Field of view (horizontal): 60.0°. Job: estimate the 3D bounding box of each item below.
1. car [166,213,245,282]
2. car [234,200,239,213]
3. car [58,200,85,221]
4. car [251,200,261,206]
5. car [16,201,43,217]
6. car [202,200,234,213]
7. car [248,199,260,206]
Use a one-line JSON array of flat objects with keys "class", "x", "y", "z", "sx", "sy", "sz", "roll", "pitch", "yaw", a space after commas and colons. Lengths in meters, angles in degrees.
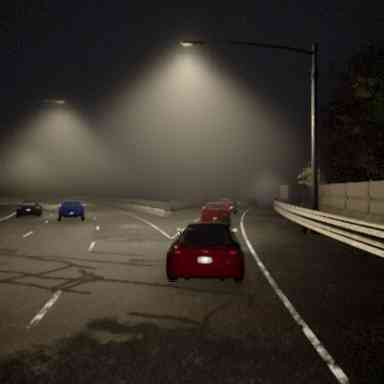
[{"class": "car", "x": 0.425, "y": 1.550, "z": 9.769, "sx": 1.994, "sy": 1.385, "sz": 4.181, "roll": 0, "pitch": 0, "yaw": 4}, {"class": "car", "x": 3.867, "y": 1.500, "z": 34.785, "sx": 2.033, "sy": 1.411, "sz": 5.357, "roll": 0, "pitch": 0, "yaw": 12}, {"class": "car", "x": -9.786, "y": 1.427, "z": 27.155, "sx": 1.882, "sy": 1.535, "sz": 5.008, "roll": 0, "pitch": 0, "yaw": -19}, {"class": "car", "x": 15.197, "y": 2.715, "z": 79.126, "sx": 1.895, "sy": 1.301, "sz": 4.718, "roll": 0, "pitch": -4, "yaw": 16}, {"class": "car", "x": -14.691, "y": 1.504, "z": 30.227, "sx": 1.994, "sy": 1.385, "sz": 4.181, "roll": 0, "pitch": 0, "yaw": -21}, {"class": "car", "x": 1.731, "y": 1.446, "z": 22.779, "sx": 1.882, "sy": 1.535, "sz": 5.008, "roll": 0, "pitch": 0, "yaw": 8}, {"class": "car", "x": 13.287, "y": 2.238, "z": 72.351, "sx": 1.882, "sy": 1.535, "sz": 5.008, "roll": 0, "pitch": -4, "yaw": 16}]
